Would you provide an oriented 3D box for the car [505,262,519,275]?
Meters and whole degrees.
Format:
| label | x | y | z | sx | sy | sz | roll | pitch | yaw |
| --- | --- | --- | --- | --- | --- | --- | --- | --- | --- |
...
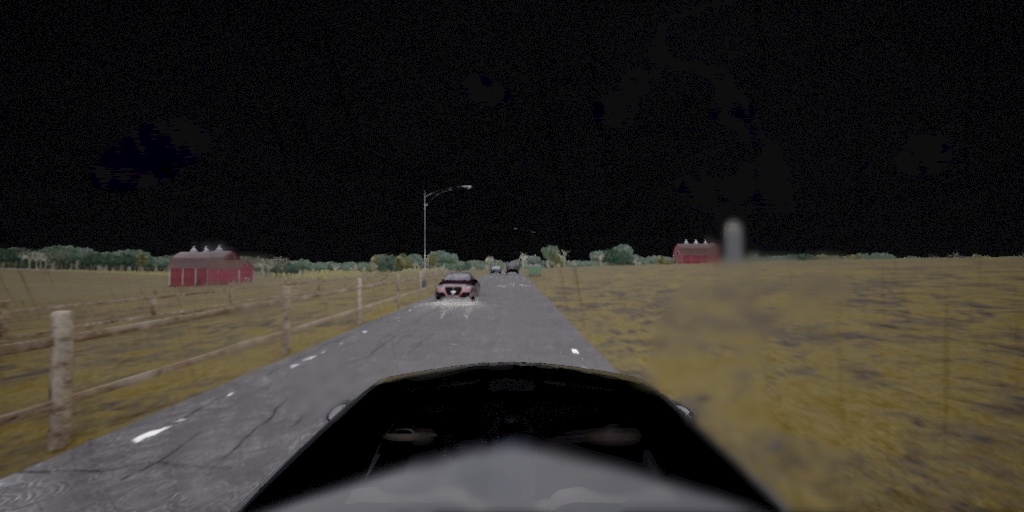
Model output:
| label | x | y | z | sx | sy | sz | roll | pitch | yaw |
| --- | --- | --- | --- | --- | --- | --- | --- | --- | --- |
| car | 0.048 | 2.091 | 61.588 | 2.150 | 2.045 | 5.566 | 0 | -2 | 0 |

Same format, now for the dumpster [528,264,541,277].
| label | x | y | z | sx | sy | sz | roll | pitch | yaw |
| --- | --- | --- | --- | --- | --- | --- | --- | --- | --- |
| dumpster | 3.159 | 2.040 | 50.667 | 1.020 | 1.700 | 1.940 | 0 | 0 | 0 |

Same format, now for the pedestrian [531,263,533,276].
| label | x | y | z | sx | sy | sz | roll | pitch | yaw |
| --- | --- | --- | --- | --- | --- | --- | --- | --- | --- |
| pedestrian | 2.860 | 1.913 | 51.693 | 0.375 | 1.860 | 0.375 | 0 | -1 | -10 |

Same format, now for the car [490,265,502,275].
| label | x | y | z | sx | sy | sz | roll | pitch | yaw |
| --- | --- | --- | --- | --- | --- | --- | --- | --- | --- |
| car | -2.751 | 2.367 | 61.505 | 1.882 | 1.535 | 5.008 | 0 | -1 | 1 |

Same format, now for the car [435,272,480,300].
| label | x | y | z | sx | sy | sz | roll | pitch | yaw |
| --- | --- | --- | --- | --- | --- | --- | --- | --- | --- |
| car | -2.839 | 1.580 | 19.376 | 1.994 | 1.385 | 4.181 | 0 | -1 | 0 |
